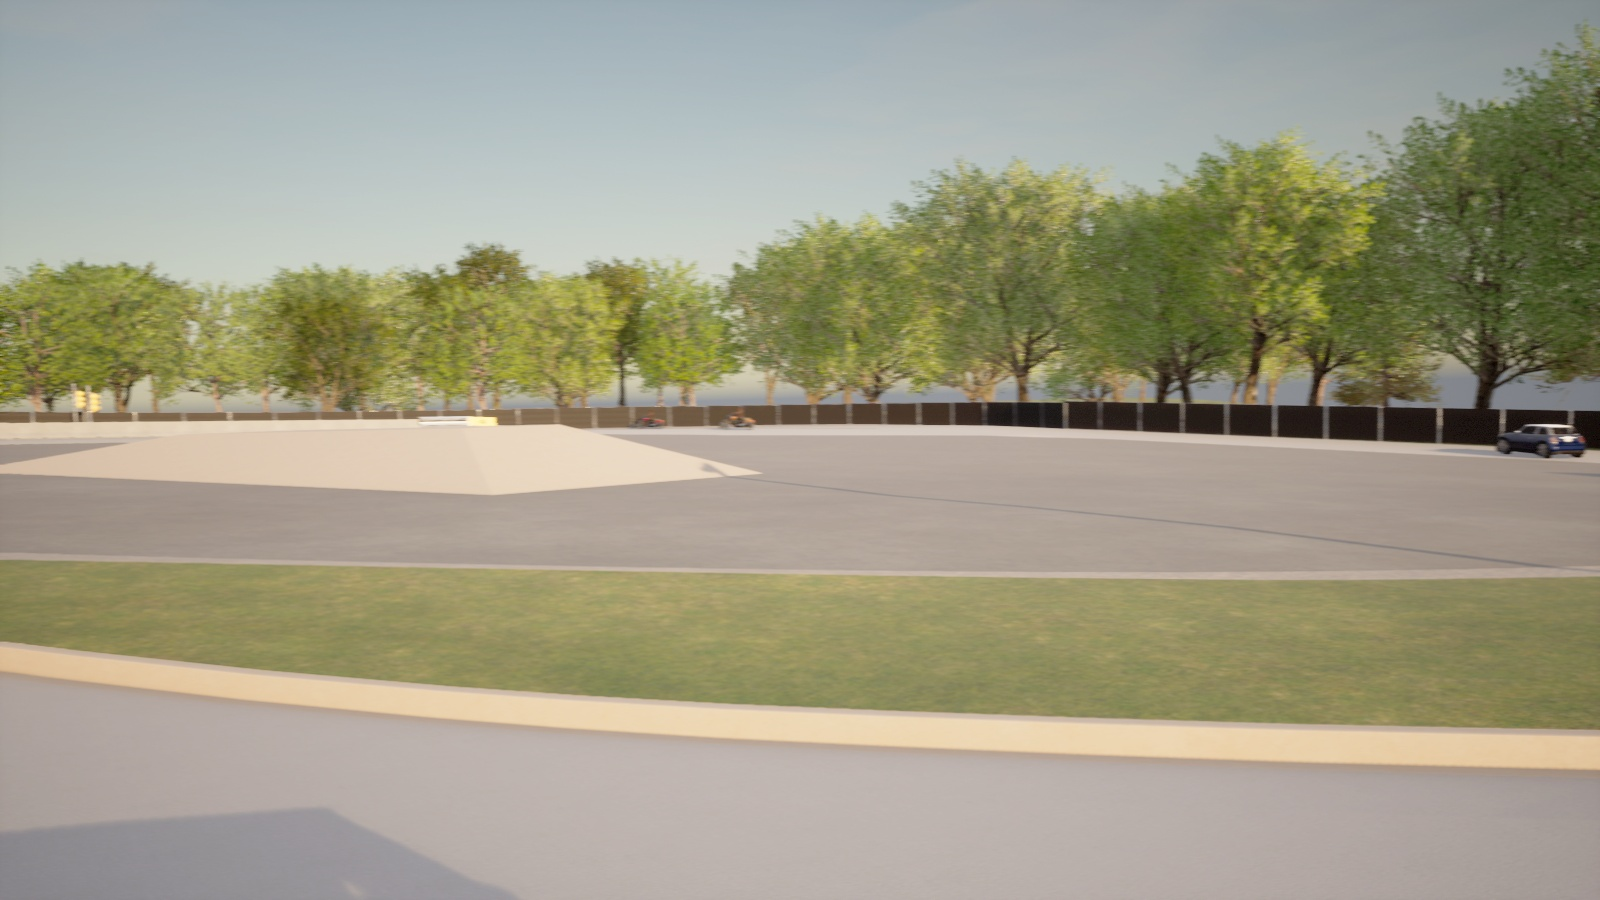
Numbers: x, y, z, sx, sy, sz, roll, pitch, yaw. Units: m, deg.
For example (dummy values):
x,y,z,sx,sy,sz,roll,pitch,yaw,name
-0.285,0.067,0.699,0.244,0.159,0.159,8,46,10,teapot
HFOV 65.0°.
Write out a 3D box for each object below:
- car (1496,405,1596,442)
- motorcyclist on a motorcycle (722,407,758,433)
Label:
x,y,z,sx,sy,sz,roll,pitch,yaw,name
34.172,-1.239,57.622,1.970,1.475,3.806,-2,4,-8,car
-4.020,-2.035,84.805,2.350,1.649,0.766,-1,3,-1,motorcyclist on a motorcycle
